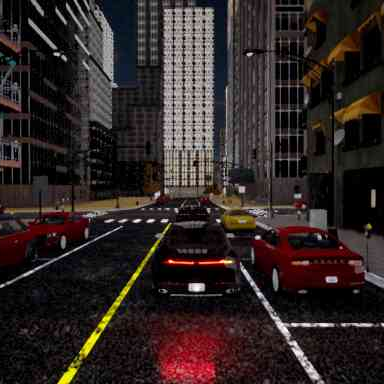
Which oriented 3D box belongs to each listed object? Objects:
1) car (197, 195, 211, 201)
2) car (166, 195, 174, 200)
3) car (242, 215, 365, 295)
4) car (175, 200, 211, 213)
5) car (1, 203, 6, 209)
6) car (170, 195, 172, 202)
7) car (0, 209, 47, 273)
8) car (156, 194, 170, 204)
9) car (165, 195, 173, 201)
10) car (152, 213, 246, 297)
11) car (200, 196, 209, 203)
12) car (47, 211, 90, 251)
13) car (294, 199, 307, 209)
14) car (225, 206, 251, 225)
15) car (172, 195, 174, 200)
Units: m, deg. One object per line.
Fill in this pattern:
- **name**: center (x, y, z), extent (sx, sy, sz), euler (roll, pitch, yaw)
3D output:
- **car**: center (2.561, 1.426, 63.161), extent (1.967, 1.590, 4.097), euler (-1, 0, 0)
- **car**: center (-5.871, 1.528, 90.944), extent (1.887, 1.381, 4.507), euler (-1, 0, 0)
- **car**: center (2.666, 1.542, 8.588), extent (1.887, 1.381, 4.507), euler (-1, 0, 0)
- **car**: center (0.061, 1.472, 18.791), extent (1.882, 1.535, 5.008), euler (0, 0, 0)
- **car**: center (-23.921, 1.739, 38.386), extent (4.097, 1.590, 1.967), euler (-1, 1, -1)
- **car**: center (-5.831, 1.301, 68.706), extent (2.192, 1.841, 5.009), euler (-1, 0, 0)
- **car**: center (-5.716, 1.437, 8.586), extent (1.967, 1.590, 4.097), euler (-1, 0, 0)
- **car**: center (-5.818, 1.531, 63.146), extent (1.887, 1.381, 4.507), euler (-1, 0, 0)
- **car**: center (-5.861, 1.510, 85.215), extent (1.752, 1.417, 4.829), euler (-1, 0, 0)
- **car**: center (0.082, 1.502, 8.518), extent (1.837, 1.490, 4.892), euler (0, 0, 0)
- **car**: center (2.551, 1.511, 68.891), extent (1.752, 1.417, 4.829), euler (-1, 0, 0)
- **car**: center (-5.725, 1.540, 14.110), extent (1.887, 1.381, 4.507), euler (-1, 0, 0)
- **car**: center (14.178, 1.248, 38.782), extent (4.507, 1.381, 1.887), euler (-1, 1, -1)
- **car**: center (2.644, 1.519, 19.805), extent (1.752, 1.417, 4.829), euler (-1, 0, 0)
- **car**: center (-5.842, 1.300, 74.266), extent (2.192, 1.841, 5.009), euler (-1, 0, 0)
